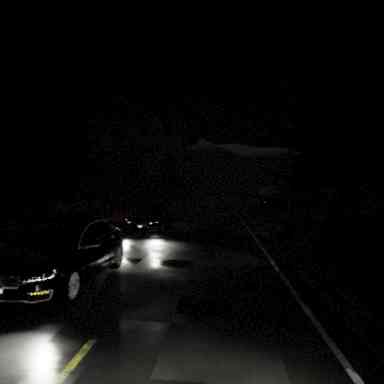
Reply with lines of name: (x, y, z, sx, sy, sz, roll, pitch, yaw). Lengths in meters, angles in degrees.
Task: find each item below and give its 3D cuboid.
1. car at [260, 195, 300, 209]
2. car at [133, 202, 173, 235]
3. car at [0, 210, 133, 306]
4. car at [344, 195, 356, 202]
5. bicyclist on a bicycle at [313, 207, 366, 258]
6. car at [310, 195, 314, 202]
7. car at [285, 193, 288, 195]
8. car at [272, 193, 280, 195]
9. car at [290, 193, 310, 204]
car: (10.613, 1.421, 41.219, 4.181, 1.385, 1.994, 1, 0, -6)
car: (-2.187, 1.334, 17.807, 1.837, 1.490, 4.892, 1, 0, 5)
car: (-3.038, 1.393, 7.976, 1.837, 1.490, 4.892, 1, 0, 5)
car: (35.517, 1.359, 75.111, 1.845, 1.501, 3.633, 1, 0, 5)
bicyclist on a bicycle: (4.698, 1.300, 10.612, 1.656, 1.620, 0.582, 1, 0, 5)
car: (22.536, 1.278, 65.306, 1.970, 1.475, 3.806, 1, 0, 5)
car: (24.454, 1.119, 83.873, 2.152, 1.636, 5.027, 1, 0, 5)
car: (21.327, 1.073, 84.118, 2.007, 1.523, 4.514, 1, 0, 5)
car: (18.866, 1.258, 58.201, 1.845, 1.501, 3.633, 1, 0, 5)
